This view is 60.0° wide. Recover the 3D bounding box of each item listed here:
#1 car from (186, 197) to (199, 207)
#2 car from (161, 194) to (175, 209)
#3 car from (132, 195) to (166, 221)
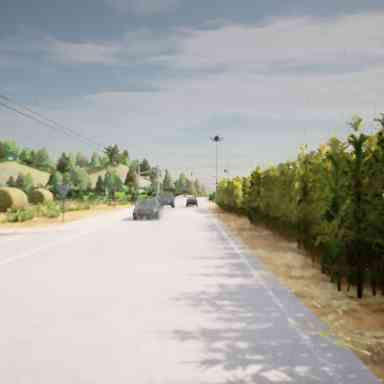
[{"bbox_3d":[0.012,1.544,51.977,1.837,1.490,4.892,0,0,1],"label":"car"},{"bbox_3d":[-3.551,1.259,47.325,2.150,2.045,5.566,0,0,1],"label":"car"},{"bbox_3d":[-3.600,1.373,27.603,2.097,1.767,4.553,0,0,0],"label":"car"}]
